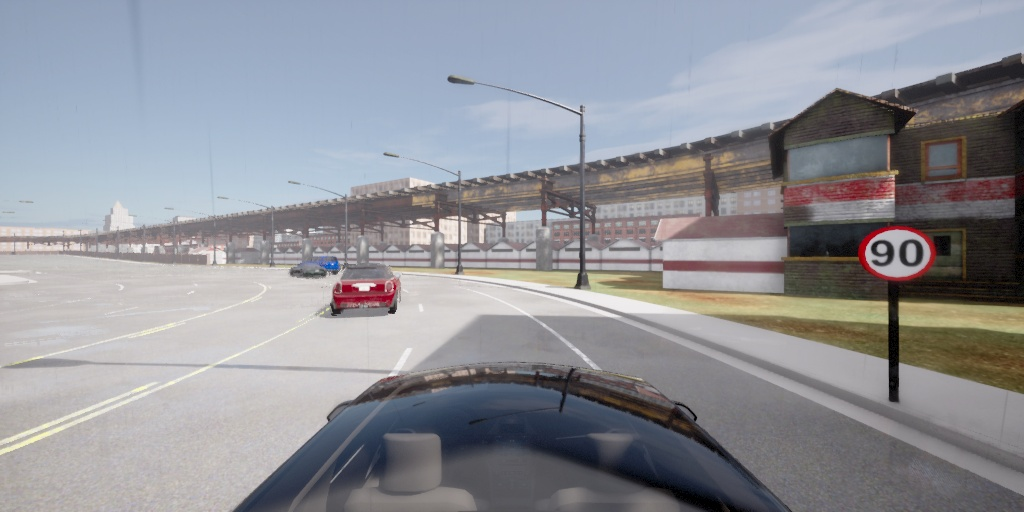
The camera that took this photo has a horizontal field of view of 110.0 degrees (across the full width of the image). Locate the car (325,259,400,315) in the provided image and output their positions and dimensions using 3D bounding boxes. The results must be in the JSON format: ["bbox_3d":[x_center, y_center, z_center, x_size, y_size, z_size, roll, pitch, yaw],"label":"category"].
[{"bbox_3d":[-5.492,1.113,13.930,2.097,1.767,4.553,0,0,-16],"label":"car"}]

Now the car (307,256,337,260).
[{"bbox_3d":[-21.488,1.012,39.938,5.566,2.045,2.150,0,0,34],"label":"car"}]

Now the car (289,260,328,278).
[{"bbox_3d":[-19.589,1.349,34.329,4.181,1.385,1.994,0,0,38],"label":"car"}]

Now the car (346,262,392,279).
[{"bbox_3d":[-13.470,1.328,33.564,5.357,1.411,2.033,0,0,44],"label":"car"}]
